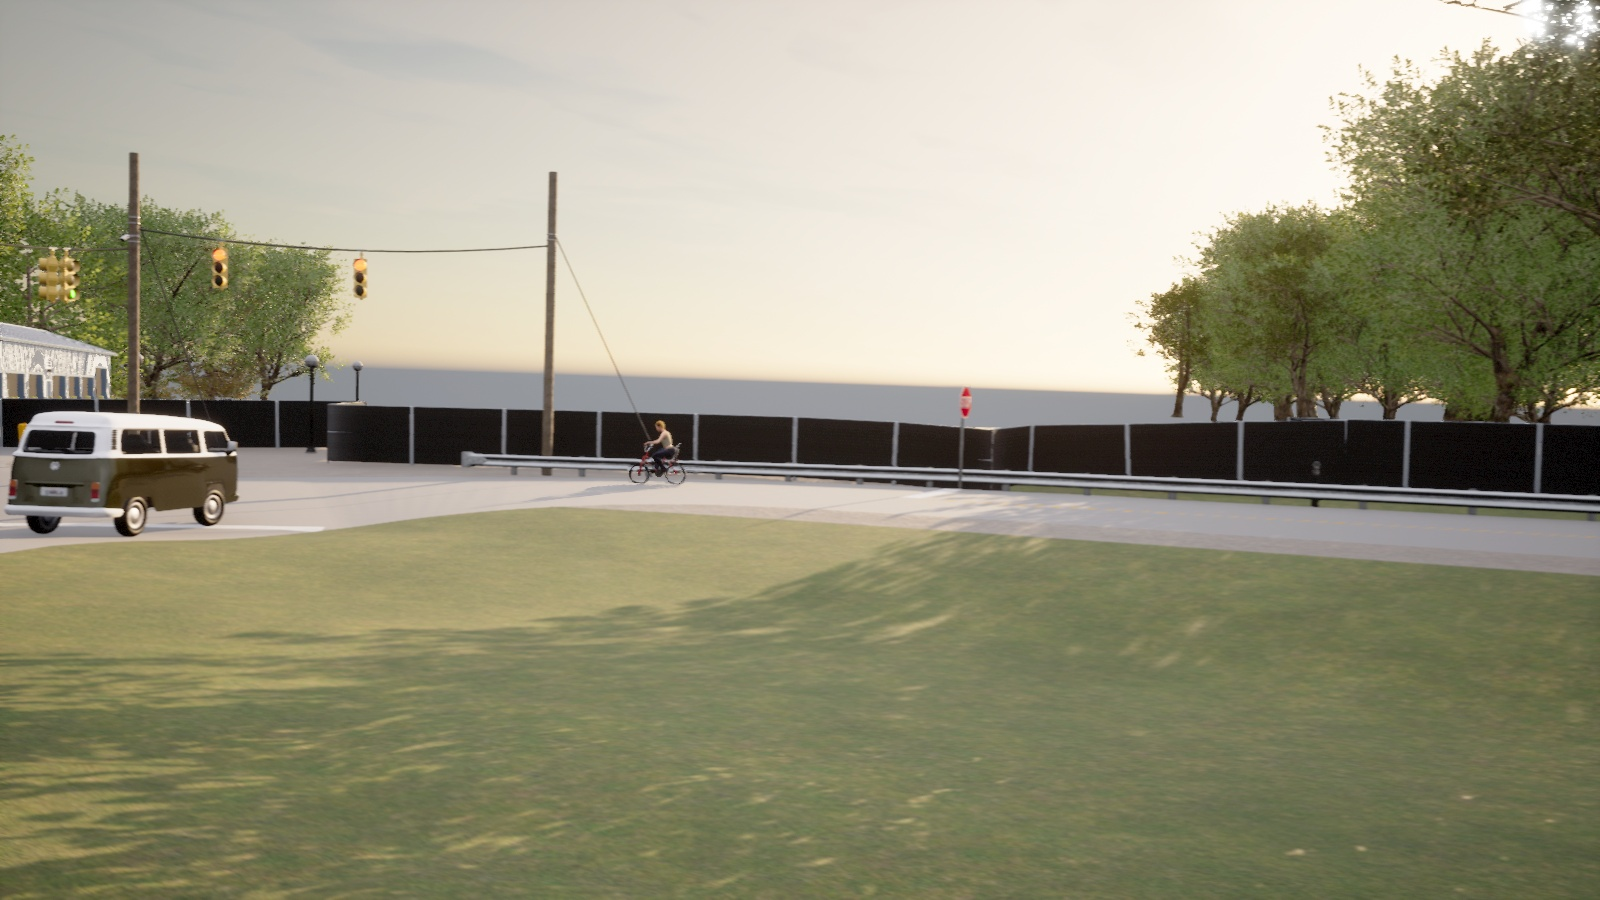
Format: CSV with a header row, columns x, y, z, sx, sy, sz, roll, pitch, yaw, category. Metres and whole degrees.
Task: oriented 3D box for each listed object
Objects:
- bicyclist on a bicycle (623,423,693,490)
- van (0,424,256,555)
x,y,z,sx,sy,sz,roll,pitch,yaw,category
-3.550,0.147,31.478,1.509,1.612,0.866,-1,3,11,bicyclist on a bicycle
-11.617,0.589,21.942,2.069,2.038,4.480,1,1,3,van
